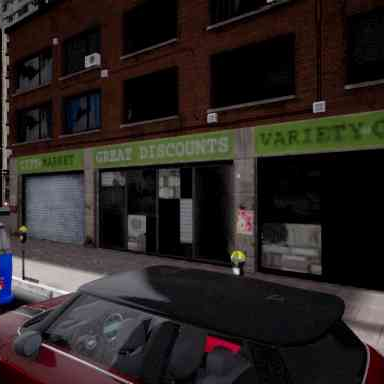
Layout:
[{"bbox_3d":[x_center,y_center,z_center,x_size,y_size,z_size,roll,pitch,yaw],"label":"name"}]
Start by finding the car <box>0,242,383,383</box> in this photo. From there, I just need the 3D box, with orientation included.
[{"bbox_3d":[-0.453,1.440,3.050,4.097,1.590,1.967,0,0,36],"label":"car"}]

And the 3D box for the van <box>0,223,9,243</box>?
[{"bbox_3d":[-5.084,1.343,6.357,3.998,1.788,1.690,0,0,36],"label":"van"}]
